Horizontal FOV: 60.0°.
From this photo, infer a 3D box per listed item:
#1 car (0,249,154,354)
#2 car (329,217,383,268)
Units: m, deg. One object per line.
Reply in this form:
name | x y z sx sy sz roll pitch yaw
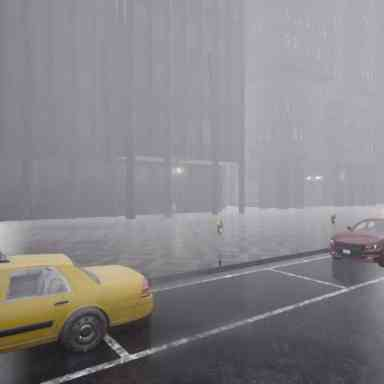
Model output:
car | -2.908 1.525 4.574 4.829 1.417 1.752 0 0 -36
car | 6.468 1.546 11.277 4.507 1.381 1.887 0 0 -36
